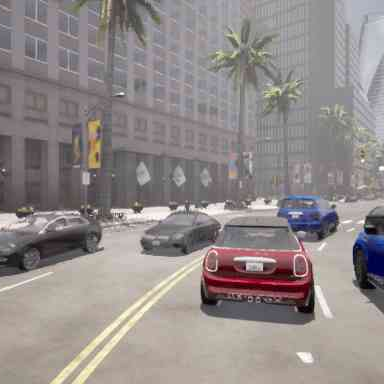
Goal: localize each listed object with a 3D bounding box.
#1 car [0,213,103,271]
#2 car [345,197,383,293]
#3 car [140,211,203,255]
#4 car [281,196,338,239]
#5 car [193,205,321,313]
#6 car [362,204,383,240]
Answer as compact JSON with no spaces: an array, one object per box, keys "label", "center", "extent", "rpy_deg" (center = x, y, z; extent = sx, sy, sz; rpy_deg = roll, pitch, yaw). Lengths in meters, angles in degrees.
[{"label":"car","center":[-4.931,1.492,11.100],"extent":[2.128,1.511,4.902],"rpy_deg":[0,0,19]},{"label":"car","center":[4.552,1.222,5.778],"extent":[2.150,2.045,5.566],"rpy_deg":[0,0,12]},{"label":"car","center":[-0.278,1.525,13.685],"extent":[1.812,1.442,4.674],"rpy_deg":[0,0,25]},{"label":"car","center":[6.268,1.224,17.753],"extent":[2.150,2.045,5.566],"rpy_deg":[0,0,33]},{"label":"car","center":[1.638,1.352,7.993],"extent":[2.097,1.767,4.553],"rpy_deg":[0,0,14]},{"label":"car","center":[10.434,1.478,17.588],"extent":[1.882,1.535,5.008],"rpy_deg":[0,0,35]}]
